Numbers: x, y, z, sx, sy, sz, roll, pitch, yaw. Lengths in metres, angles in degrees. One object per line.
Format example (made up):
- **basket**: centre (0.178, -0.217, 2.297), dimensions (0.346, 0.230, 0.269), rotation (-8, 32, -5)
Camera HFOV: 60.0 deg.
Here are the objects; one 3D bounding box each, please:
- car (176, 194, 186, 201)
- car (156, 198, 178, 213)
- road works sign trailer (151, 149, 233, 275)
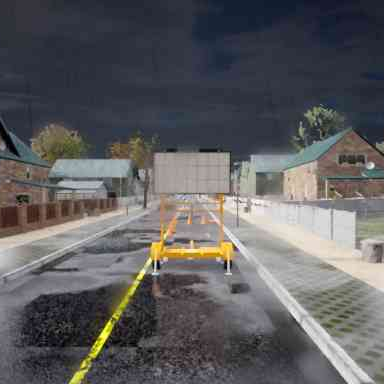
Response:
- **car**: centre (-2.758, 1.208, 84.343), dimensions (2.150, 2.045, 5.566), rotation (0, 0, 0)
- **car**: centre (-2.854, 1.605, 36.961), dimensions (1.895, 1.301, 4.718), rotation (0, 0, 0)
- **road works sign trailer**: centre (-0.001, 0.467, 10.427), dimensions (2.380, 3.560, 2.880), rotation (0, 0, 0)
